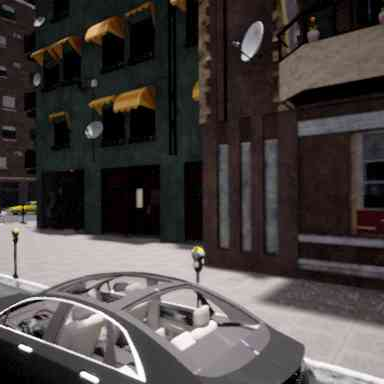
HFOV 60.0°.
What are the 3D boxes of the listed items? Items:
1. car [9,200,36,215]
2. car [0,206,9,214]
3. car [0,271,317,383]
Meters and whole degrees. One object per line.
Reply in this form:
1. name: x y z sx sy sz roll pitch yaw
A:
1. car: -16.471 1.565 34.455 1.752 1.417 4.829 0 1 35
2. car: -19.561 1.664 30.030 2.008 1.369 4.403 0 1 35
3. car: -0.998 1.577 3.587 4.403 1.369 2.008 -1 0 36
